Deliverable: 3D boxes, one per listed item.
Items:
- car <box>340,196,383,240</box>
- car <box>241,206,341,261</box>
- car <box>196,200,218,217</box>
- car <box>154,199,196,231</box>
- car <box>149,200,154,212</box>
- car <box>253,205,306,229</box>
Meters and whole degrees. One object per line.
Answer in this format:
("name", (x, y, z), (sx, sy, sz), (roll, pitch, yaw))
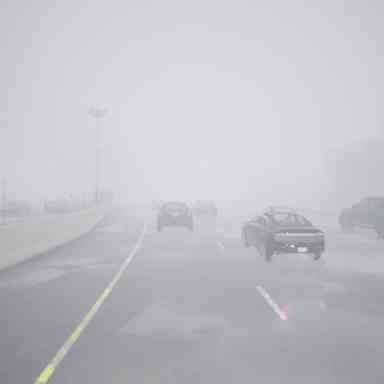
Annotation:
("car", (9.781, 1.202, 16.989), (2.150, 2.045, 5.566), (0, 0, -5))
("car", (3.104, 1.486, 12.199), (2.128, 1.511, 4.902), (0, 0, -3))
("car", (1.064, 1.490, 30.803), (2.128, 1.511, 4.902), (0, 0, -9))
("car", (-1.177, 1.355, 20.975), (2.097, 1.767, 4.553), (0, 0, -6))
("car", (-3.953, 1.557, 39.233), (2.033, 1.411, 5.357), (0, 0, -11))
("car", (5.729, 1.590, 22.453), (1.895, 1.301, 4.718), (0, 0, -6))
